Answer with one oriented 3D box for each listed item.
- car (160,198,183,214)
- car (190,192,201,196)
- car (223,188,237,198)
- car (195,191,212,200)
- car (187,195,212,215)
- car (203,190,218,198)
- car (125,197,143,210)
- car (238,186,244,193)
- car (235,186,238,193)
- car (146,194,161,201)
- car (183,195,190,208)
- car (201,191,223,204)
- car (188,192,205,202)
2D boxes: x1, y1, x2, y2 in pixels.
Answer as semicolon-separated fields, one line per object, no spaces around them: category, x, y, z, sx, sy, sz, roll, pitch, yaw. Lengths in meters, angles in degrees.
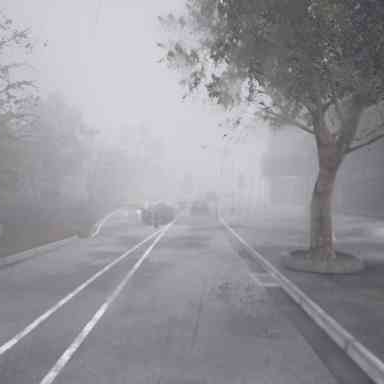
car;-2.594;1.842;40.134;2.002;1.452;4.674;-2;2;4
car;-0.347;1.234;56.637;2.002;1.452;4.674;-1;2;12
car;8.099;0.479;74.747;1.994;1.385;4.181;0;2;20
car;2.374;0.727;68.254;2.231;1.521;4.892;0;2;16
car;1.000;1.665;39.177;2.097;1.767;4.553;0;1;5
car;4.195;0.479;74.308;2.097;1.535;5.008;0;2;18
car;-7.603;1.427;43.952;1.882;1.535;5.008;0;2;-1
car;12.181;-0.342;94.383;2.231;1.521;4.892;-3;1;26
car;9.830;-0.128;89.314;2.231;1.521;4.892;-3;1;25
car;-6.983;0.974;60.933;1.895;1.301;4.718;0;2;7
car;-2.081;1.562;46.251;2.097;1.535;5.008;1;3;9
car;3.559;0.852;57.221;2.150;2.045;5.566;0;2;12
car;0.980;0.962;62.722;2.097;1.535;5.008;-1;3;14
